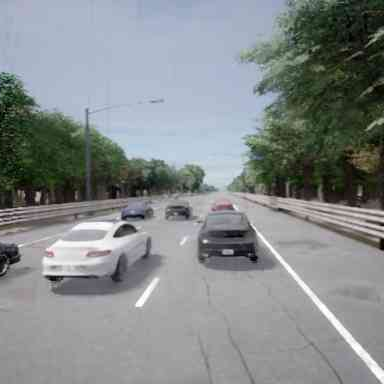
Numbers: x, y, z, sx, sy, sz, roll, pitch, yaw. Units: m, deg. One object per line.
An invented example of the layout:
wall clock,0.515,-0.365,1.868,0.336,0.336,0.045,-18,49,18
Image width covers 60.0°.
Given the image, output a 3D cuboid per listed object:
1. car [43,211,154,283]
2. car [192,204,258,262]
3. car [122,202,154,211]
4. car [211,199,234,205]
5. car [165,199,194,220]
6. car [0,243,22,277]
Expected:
car,-2.489,1.523,9.633,1.812,1.442,4.674,-1,0,6
car,1.208,1.407,11.694,1.837,1.490,4.892,-1,0,5
car,-4.463,1.504,27.778,1.994,1.385,4.181,-1,0,5
car,2.559,1.310,27.739,1.812,1.442,4.674,-1,0,5
car,-1.005,1.371,27.150,1.837,1.490,4.892,-1,0,5
car,-6.189,1.640,7.477,2.033,1.411,5.357,-1,0,5
